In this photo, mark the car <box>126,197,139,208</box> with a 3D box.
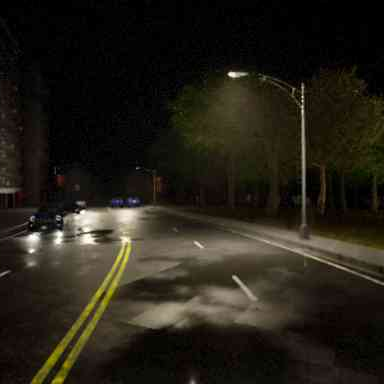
[{"bbox_3d":[-12.051,2.128,67.965,2.150,2.045,5.566,0,-1,-16],"label":"car"}]

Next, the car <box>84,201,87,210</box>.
[{"bbox_3d":[-19.314,2.335,57.663,2.128,1.511,4.902,0,-1,-15],"label":"car"}]

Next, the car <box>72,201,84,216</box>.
[{"bbox_3d":[-14.662,2.113,40.682,1.837,1.490,4.892,0,-1,-15],"label":"car"}]

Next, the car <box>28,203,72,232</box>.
[{"bbox_3d":[-9.956,1.720,23.386,2.097,1.767,4.553,0,-1,-14],"label":"car"}]

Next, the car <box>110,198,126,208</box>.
[{"bbox_3d":[-15.181,2.140,67.094,2.150,2.045,5.566,0,-1,-16],"label":"car"}]

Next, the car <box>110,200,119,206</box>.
[{"bbox_3d":[-17.972,2.486,77.130,1.895,1.301,4.718,0,-1,-16],"label":"car"}]

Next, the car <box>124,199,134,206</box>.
[{"bbox_3d":[-14.834,2.379,77.973,1.837,1.490,4.892,0,-1,-16],"label":"car"}]
